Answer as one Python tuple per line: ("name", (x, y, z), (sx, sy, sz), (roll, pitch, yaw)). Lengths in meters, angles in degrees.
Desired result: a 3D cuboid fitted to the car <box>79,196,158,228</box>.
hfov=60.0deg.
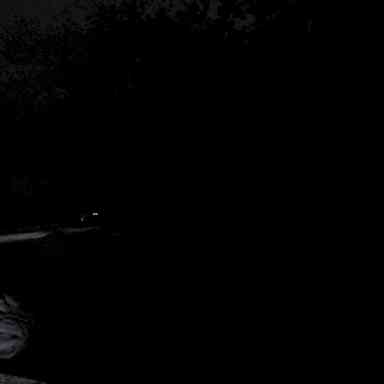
("car", (-3.843, 1.020, 18.702), (4.902, 1.511, 2.128), (-4, 2, -42))
